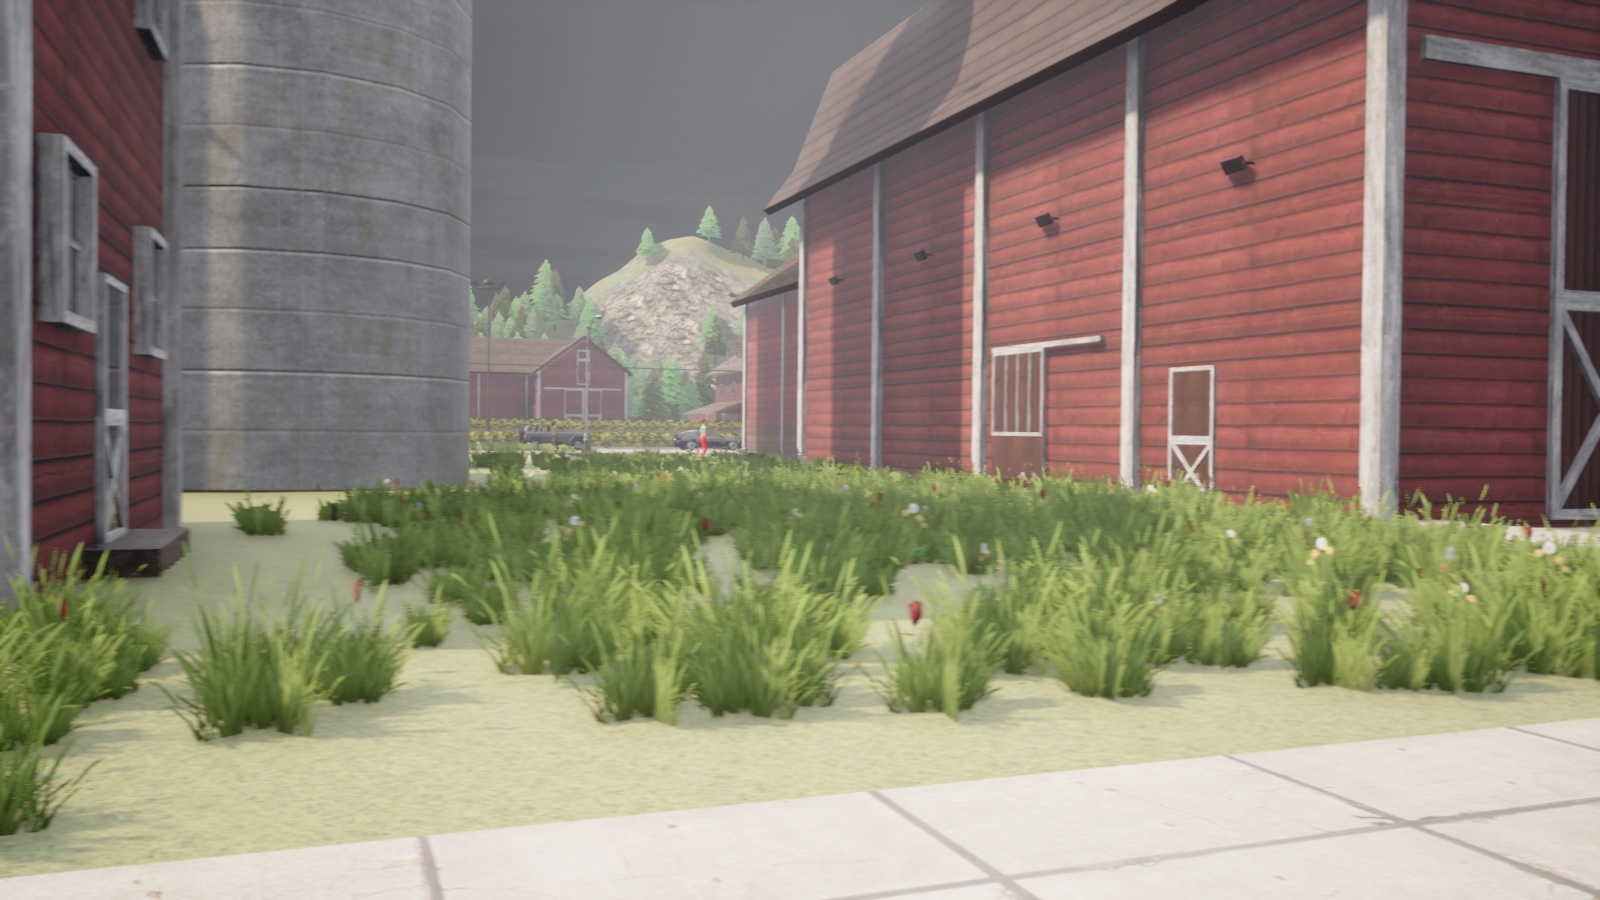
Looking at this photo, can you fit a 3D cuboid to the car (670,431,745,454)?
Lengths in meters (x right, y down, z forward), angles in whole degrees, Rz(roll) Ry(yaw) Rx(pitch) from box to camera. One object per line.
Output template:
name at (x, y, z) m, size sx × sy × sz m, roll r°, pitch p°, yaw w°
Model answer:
car at (-6.503, -0.541, 88.262) m, size 4.792 × 1.488 × 2.163 m, roll -1°, pitch 1°, yaw -20°

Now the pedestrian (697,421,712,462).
pedestrian at (-4.275, -0.387, 56.144) m, size 0.594 × 1.836 × 0.345 m, roll -1°, pitch 1°, yaw -21°

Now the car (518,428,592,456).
car at (-16.505, -0.556, 84.541) m, size 4.605 × 1.855 × 1.932 m, roll -1°, pitch 1°, yaw -20°
